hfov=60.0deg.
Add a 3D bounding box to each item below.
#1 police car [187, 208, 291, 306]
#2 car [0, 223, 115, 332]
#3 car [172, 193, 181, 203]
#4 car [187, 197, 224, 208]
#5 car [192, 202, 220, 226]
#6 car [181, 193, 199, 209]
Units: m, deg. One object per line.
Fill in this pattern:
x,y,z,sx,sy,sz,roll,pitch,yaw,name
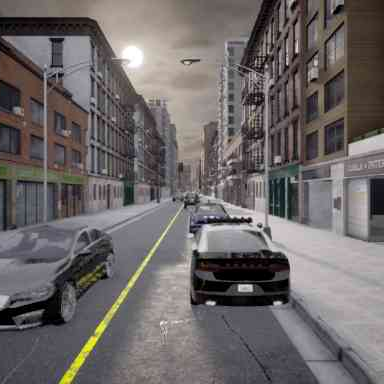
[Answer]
0.906,1.424,8.221,1.930,1.638,5.238,0,0,0,police car
-2.995,1.490,7.150,2.128,1.511,4.902,0,0,0,car
-2.949,1.144,69.946,2.150,2.045,5.566,0,0,0,car
0.912,1.347,18.081,2.097,1.767,4.553,0,0,0,car
0.918,1.519,24.111,1.812,1.442,4.674,0,0,0,car
0.036,1.194,45.202,2.150,2.045,5.566,0,0,0,car
